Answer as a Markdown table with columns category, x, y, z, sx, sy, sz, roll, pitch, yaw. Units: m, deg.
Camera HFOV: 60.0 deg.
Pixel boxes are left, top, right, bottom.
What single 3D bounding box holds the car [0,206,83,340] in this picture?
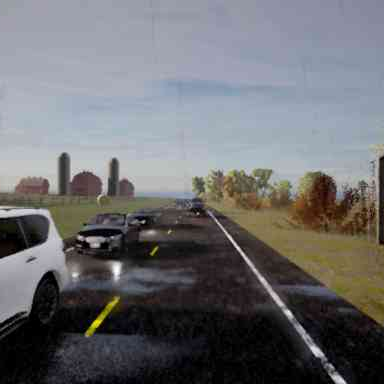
| category | x | y | z | sx | sy | sz | roll | pitch | yaw |
| --- | --- | --- | --- | --- | --- | --- | --- | --- | --- |
| car | -3.524 | 1.246 | 4.080 | 2.150 | 2.045 | 5.566 | 0 | -1 | 3 |

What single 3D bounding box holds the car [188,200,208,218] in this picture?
| category | x | y | z | sx | sy | sz | roll | pitch | yaw |
| --- | --- | --- | --- | --- | --- | --- | --- | --- | --- |
| car | 0.623 | 1.926 | 35.735 | 1.837 | 1.490 | 4.892 | 0 | -1 | 1 |

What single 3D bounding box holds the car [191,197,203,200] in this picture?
| category | x | y | z | sx | sy | sz | roll | pitch | yaw |
| --- | --- | --- | --- | --- | --- | --- | --- | --- | --- |
| car | 0.710 | 1.773 | 46.442 | 2.150 | 2.045 | 5.566 | 0 | 0 | 0 |

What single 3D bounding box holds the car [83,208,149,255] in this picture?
| category | x | y | z | sx | sy | sz | roll | pitch | yaw |
| --- | --- | --- | --- | --- | --- | --- | --- | --- | --- |
| car | -3.368 | 1.632 | 14.126 | 2.128 | 1.511 | 4.902 | 0 | -1 | 1 |

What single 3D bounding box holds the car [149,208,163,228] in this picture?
| category | x | y | z | sx | sy | sz | roll | pitch | yaw |
| --- | --- | --- | --- | --- | --- | --- | --- | --- | --- |
| car | -3.202 | 1.823 | 24.174 | 1.994 | 1.385 | 4.181 | 0 | -1 | 1 |
